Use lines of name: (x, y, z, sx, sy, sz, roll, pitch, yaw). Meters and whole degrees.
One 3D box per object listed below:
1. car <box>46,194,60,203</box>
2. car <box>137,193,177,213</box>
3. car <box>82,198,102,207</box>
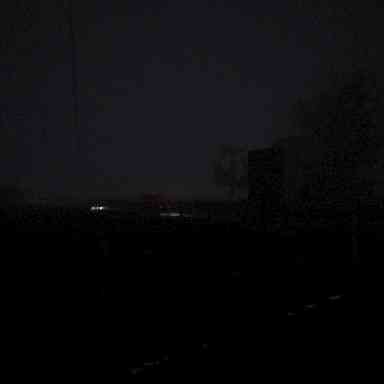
car: (-33.362, 1.882, 80.960, 1.837, 1.490, 4.892, -1, 0, -36)
car: (-3.888, 1.169, 35.849, 2.150, 2.045, 5.566, -1, 0, -36)
car: (-15.663, 1.701, 52.111, 1.994, 1.385, 4.181, 0, 0, -36)
